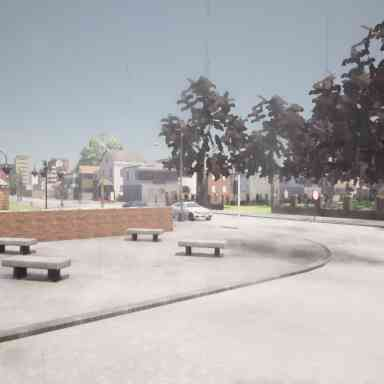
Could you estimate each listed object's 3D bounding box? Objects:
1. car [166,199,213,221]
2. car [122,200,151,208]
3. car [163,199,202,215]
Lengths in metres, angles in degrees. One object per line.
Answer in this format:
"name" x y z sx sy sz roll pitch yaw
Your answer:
"car" -0.268 1.527 27.279 1.812 1.442 4.674 0 0 -36
"car" -5.866 1.566 35.163 1.994 1.385 4.181 0 0 -35
"car" -1.093 1.507 35.626 1.837 1.490 4.892 0 0 -36
